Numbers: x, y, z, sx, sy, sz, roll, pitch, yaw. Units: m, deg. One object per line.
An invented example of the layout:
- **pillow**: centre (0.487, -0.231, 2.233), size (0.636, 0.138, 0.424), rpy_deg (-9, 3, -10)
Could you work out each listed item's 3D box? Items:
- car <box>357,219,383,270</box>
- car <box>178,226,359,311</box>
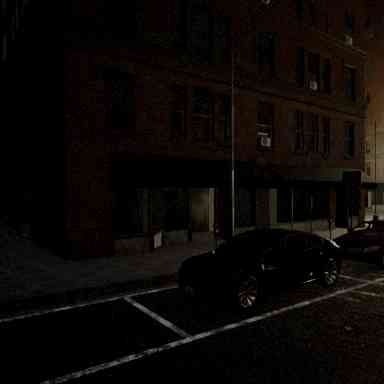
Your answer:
- **car**: centre (6.217, 1.582, 10.938), size (4.206, 1.307, 1.802), rpy_deg (0, 0, -35)
- **car**: centre (1.731, 1.566, 7.754), size (4.313, 1.339, 1.947), rpy_deg (0, 0, -35)
